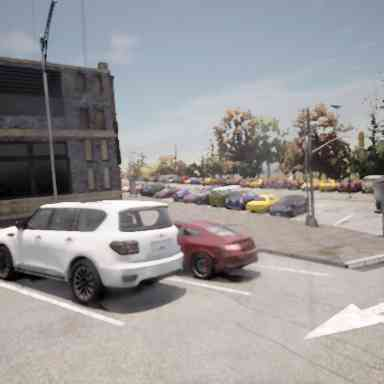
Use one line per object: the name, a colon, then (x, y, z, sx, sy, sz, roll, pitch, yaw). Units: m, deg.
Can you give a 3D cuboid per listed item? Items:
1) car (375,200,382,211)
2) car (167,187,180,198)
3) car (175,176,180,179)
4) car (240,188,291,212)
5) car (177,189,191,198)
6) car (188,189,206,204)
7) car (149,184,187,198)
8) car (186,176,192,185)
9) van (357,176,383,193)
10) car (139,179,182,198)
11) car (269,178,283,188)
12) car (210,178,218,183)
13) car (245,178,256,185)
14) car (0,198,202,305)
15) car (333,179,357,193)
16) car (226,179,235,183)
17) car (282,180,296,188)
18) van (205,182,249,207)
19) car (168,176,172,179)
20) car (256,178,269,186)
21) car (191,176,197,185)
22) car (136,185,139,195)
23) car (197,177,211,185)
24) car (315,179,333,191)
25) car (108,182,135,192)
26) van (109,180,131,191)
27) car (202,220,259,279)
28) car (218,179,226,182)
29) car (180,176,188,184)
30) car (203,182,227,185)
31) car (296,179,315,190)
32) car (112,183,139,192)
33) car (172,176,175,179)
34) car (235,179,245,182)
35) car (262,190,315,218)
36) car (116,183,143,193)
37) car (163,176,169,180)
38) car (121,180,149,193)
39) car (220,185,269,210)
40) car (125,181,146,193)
car: (15.797, 0.895, 23.852, 1.837, 1.490, 4.892, -5, 4, -30)
car: (-0.548, 0.352, 43.091, 2.002, 1.452, 4.674, 0, 6, 42)
car: (-0.842, -3.129, 85.073, 5.566, 2.045, 2.435, -7, 5, -44)
car: (6.868, 0.886, 30.020, 1.946, 1.575, 5.366, 0, 6, 40)
car: (0.888, 0.474, 40.432, 2.002, 1.452, 4.674, 1, 7, 41)
car: (2.317, 0.557, 37.775, 2.231, 1.521, 4.892, 0, 6, 41)
car: (-3.350, 0.102, 48.433, 2.002, 1.452, 4.674, 1, 7, 42)
car: (1.618, -2.599, 79.671, 4.892, 1.521, 2.231, -7, 5, -44)
van: (21.795, -0.914, 40.078, 1.878, 1.987, 4.442, 1, 5, 41)
car: (-4.740, -0.318, 51.120, 2.435, 2.045, 5.566, 0, 6, 43)
car: (14.742, -1.255, 53.144, 2.002, 1.452, 4.674, 1, 5, 42)
car: (6.715, -2.035, 68.994, 2.163, 1.488, 4.792, 1, 5, 44)
car: (12.122, -1.563, 58.522, 1.946, 1.575, 5.366, 1, 5, 43)
car: (-2.800, 1.248, 8.352, 5.566, 2.045, 2.435, -1, -1, 35)
car: (20.392, -0.937, 42.725, 2.185, 1.767, 4.553, 1, 5, 41)
car: (9.308, -1.800, 63.656, 2.097, 1.535, 5.008, 1, 5, 44)
car: (16.140, -1.133, 50.537, 2.002, 1.452, 4.674, 1, 5, 42)
van: (3.841, 0.438, 35.206, 1.878, 1.987, 4.442, 0, 6, 41)
car: (-3.282, -3.128, 90.508, 4.792, 1.488, 2.163, -6, 5, -44)
car: (13.335, -1.542, 55.730, 2.185, 1.767, 4.553, 1, 5, 43)
car: (2.845, -2.586, 76.955, 4.553, 1.767, 2.185, -7, 5, -45)
car: (-6.109, -0.193, 53.808, 2.097, 1.535, 5.008, 0, 6, 43)
car: (4.125, -2.328, 74.300, 2.097, 1.535, 5.008, 1, 6, 45)
car: (19.101, -0.950, 45.481, 1.946, 1.575, 5.366, 1, 5, 41)
car: (-15.344, -1.118, 72.724, 5.366, 1.575, 1.946, -9, 7, -44)
van: (-16.403, -1.511, 75.661, 4.442, 1.987, 1.878, -9, 6, -44)
car: (-0.299, 1.555, 10.067, 4.674, 1.452, 2.002, -1, -1, 35)
car: (7.979, -1.898, 66.283, 2.163, 1.488, 4.792, 2, 6, 44)
car: (0.255, -2.726, 82.235, 5.366, 1.575, 1.946, -7, 6, -44)
car: (3.834, -0.092, 44.958, 1.882, 1.535, 5.008, -6, 5, -28)
car: (17.434, -1.040, 47.793, 1.946, 1.575, 5.366, 1, 6, 42)
car: (-13.966, -0.996, 70.119, 2.097, 1.535, 5.008, 0, 6, 45)
car: (-2.093, -2.984, 87.754, 4.792, 1.488, 2.163, -7, 6, -44)
car: (10.667, -1.799, 61.028, 2.185, 1.767, 4.553, 2, 6, 43)
car: (8.079, 1.074, 27.215, 2.163, 1.488, 4.792, 0, 6, 40)
car: (-12.674, -0.859, 67.395, 2.231, 1.521, 4.892, 1, 7, 45)
car: (-4.660, -3.281, 93.060, 5.366, 1.575, 1.946, -7, 6, -44)
car: (-11.385, -0.851, 64.660, 2.185, 1.767, 4.553, 1, 7, 44)
car: (5.228, 0.671, 32.470, 2.185, 1.767, 4.553, 0, 6, 40)
car: (-8.776, -0.456, 59.218, 2.097, 1.535, 5.008, 1, 7, 44)
